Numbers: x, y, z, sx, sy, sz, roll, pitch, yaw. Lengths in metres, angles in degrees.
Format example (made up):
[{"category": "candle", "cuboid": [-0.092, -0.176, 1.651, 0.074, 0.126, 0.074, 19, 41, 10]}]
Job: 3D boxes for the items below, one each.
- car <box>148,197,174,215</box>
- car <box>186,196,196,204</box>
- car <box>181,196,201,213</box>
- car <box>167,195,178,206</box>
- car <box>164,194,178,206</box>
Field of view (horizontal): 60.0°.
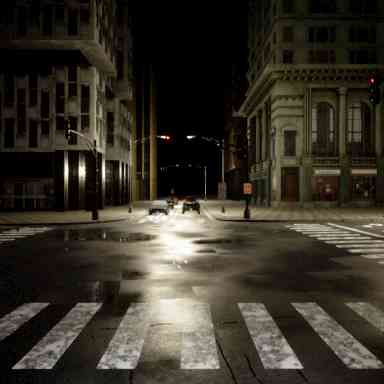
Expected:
[{"category": "car", "cuboid": [-3.204, 1.528, 33.565, 2.033, 1.411, 5.357, 0, 0, 0]}, {"category": "car", "cuboid": [-0.242, 1.449, 64.736, 1.812, 1.442, 4.674, 0, 0, 0]}, {"category": "car", "cuboid": [-0.077, 1.484, 36.081, 1.837, 1.490, 4.892, 0, 1, 0]}, {"category": "car", "cuboid": [-3.278, 1.458, 43.480, 2.128, 1.511, 4.902, 0, 0, 0]}, {"category": "car", "cuboid": [-3.344, 1.300, 53.773, 2.097, 1.767, 4.553, 0, 0, 0]}]
